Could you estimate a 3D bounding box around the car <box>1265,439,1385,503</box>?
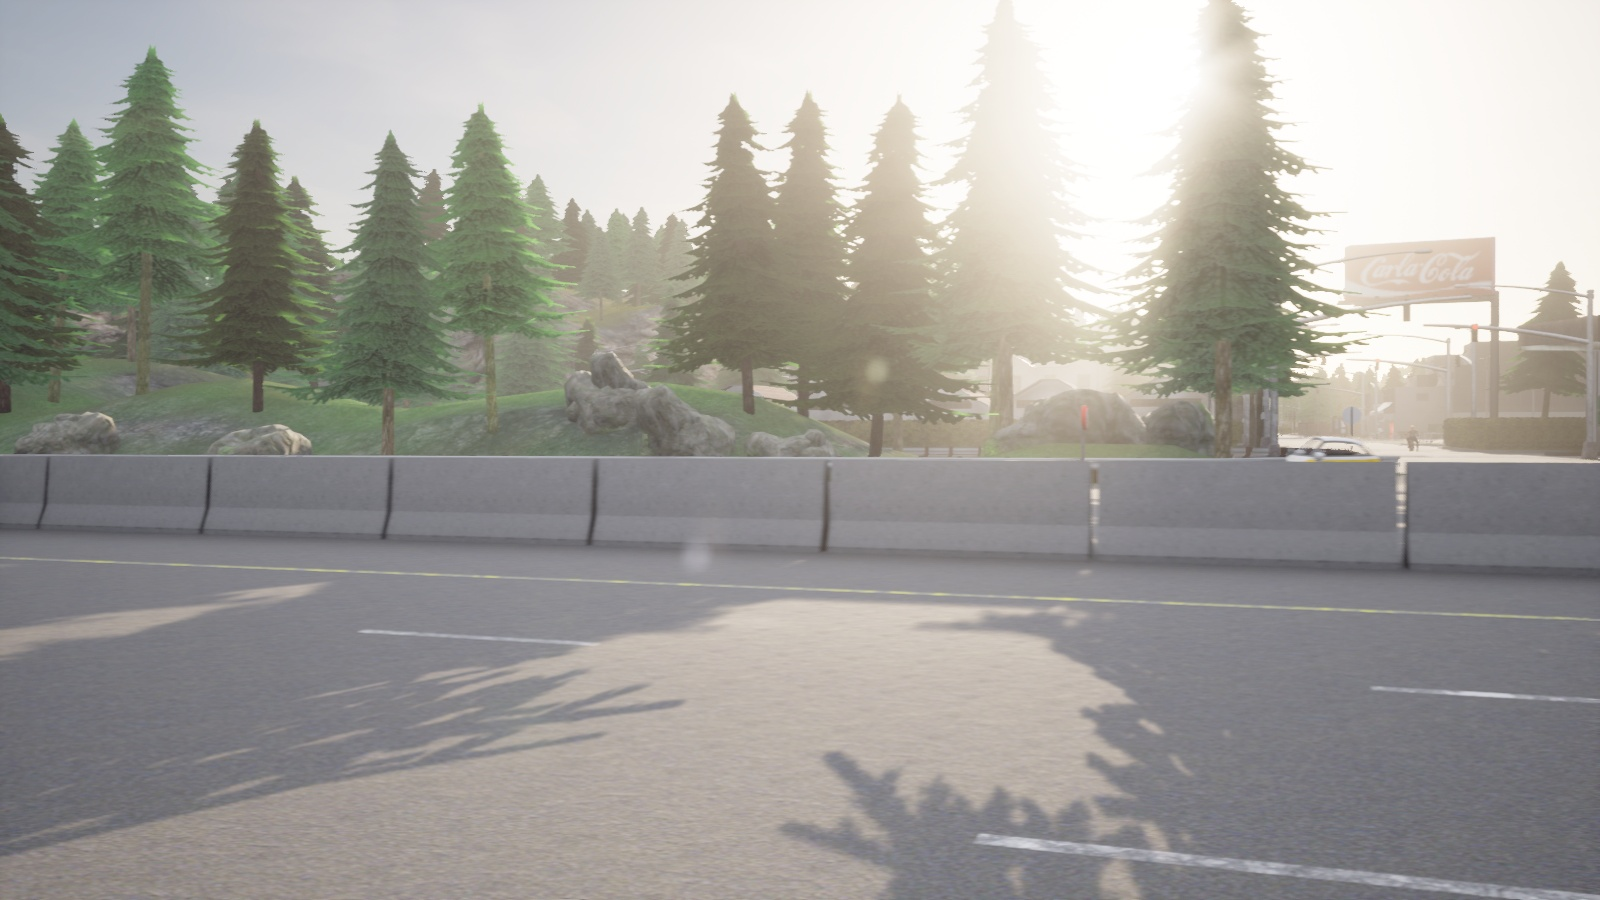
[{"bbox_3d":[12.157,0.459,29.180,2.207,1.376,1.481,1,2,5],"label":"car"}]
